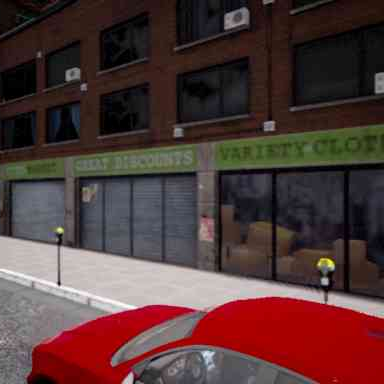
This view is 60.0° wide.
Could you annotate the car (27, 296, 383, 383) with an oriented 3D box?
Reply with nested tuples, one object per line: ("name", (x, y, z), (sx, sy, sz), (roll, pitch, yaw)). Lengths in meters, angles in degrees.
("car", (0.535, 1.537, 2.501), (4.507, 1.381, 1.887), (0, 0, 35))
